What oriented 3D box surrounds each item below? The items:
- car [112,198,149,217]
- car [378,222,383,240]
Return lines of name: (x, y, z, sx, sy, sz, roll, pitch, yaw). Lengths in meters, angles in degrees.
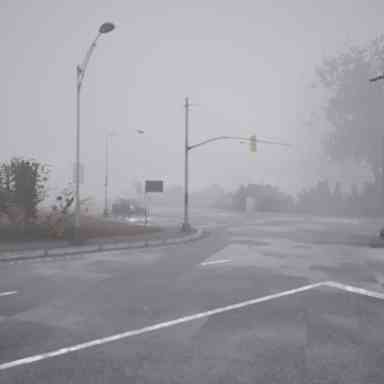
car: (-6.167, 1.436, 32.967, 2.097, 1.767, 4.553, 0, 0, -39)
car: (9.852, 1.623, 12.892, 1.812, 1.442, 4.674, 0, 0, -39)
